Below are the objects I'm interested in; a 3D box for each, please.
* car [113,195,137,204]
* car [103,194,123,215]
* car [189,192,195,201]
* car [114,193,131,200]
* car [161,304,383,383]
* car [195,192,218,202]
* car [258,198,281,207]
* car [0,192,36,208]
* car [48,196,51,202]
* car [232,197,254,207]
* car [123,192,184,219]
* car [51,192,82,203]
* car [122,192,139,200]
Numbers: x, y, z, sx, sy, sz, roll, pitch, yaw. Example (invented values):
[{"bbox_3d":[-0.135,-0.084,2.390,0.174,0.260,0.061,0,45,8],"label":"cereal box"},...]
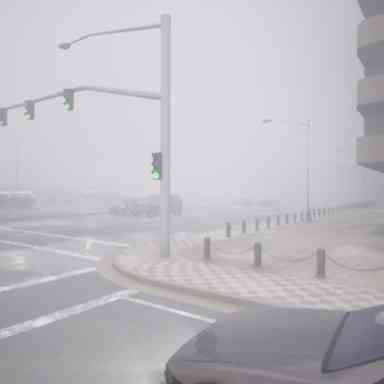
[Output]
[{"bbox_3d":[-11.446,1.220,56.988,1.970,1.475,3.806,0,0,36],"label":"car"},{"bbox_3d":[-5.686,1.283,31.451,2.097,1.767,4.553,0,0,36],"label":"car"},{"bbox_3d":[1.010,0.995,69.529,1.905,1.878,3.866,0,0,36],"label":"car"},{"bbox_3d":[-17.224,1.113,82.744,1.970,1.475,3.806,0,0,36],"label":"car"},{"bbox_3d":[2.324,1.551,2.307,5.357,1.411,2.033,0,0,32],"label":"car"},{"bbox_3d":[3.320,1.008,67.783,1.932,1.855,4.605,0,0,36],"label":"car"},{"bbox_3d":[11.457,1.550,49.137,1.895,1.301,4.718,0,0,36],"label":"car"},{"bbox_3d":[-24.990,1.190,48.161,1.970,1.475,3.806,0,0,36],"label":"car"},{"bbox_3d":[-27.475,1.082,68.602,1.784,1.438,3.905,0,0,36],"label":"car"},{"bbox_3d":[7.682,1.495,49.910,1.994,1.385,4.181,0,0,36],"label":"car"},{"bbox_3d":[-3.003,1.171,29.186,2.150,2.045,5.566,0,0,36],"label":"car"},{"bbox_3d":[-25.169,0.888,66.846,1.932,1.855,4.605,0,0,36],"label":"car"},{"bbox_3d":[-14.887,0.890,81.033,1.905,1.878,3.866,0,0,36],"label":"car"}]
